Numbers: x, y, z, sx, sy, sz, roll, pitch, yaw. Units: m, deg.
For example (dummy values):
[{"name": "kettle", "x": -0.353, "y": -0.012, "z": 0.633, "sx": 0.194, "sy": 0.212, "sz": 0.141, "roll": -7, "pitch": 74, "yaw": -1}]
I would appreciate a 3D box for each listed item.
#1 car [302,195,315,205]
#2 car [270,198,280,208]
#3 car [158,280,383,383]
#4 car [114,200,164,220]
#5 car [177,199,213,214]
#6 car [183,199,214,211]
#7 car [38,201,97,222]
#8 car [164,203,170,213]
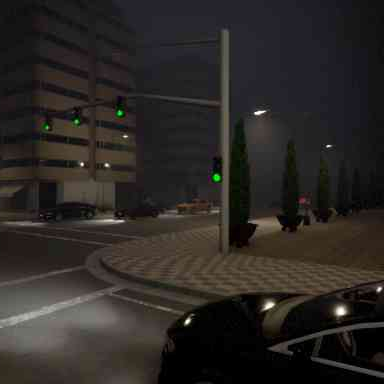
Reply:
[{"name": "car", "x": 20.296, "y": 1.407, "z": 58.482, "sx": 2.097, "sy": 1.767, "sz": 4.553, "roll": 0, "pitch": 0, "yaw": 32}, {"name": "car", "x": 12.743, "y": 1.548, "z": 47.417, "sx": 2.128, "sy": 1.511, "sz": 4.902, "roll": 0, "pitch": 0, "yaw": 35}, {"name": "car", "x": 1.895, "y": 1.492, "z": 2.622, "sx": 4.902, "sy": 1.511, "sz": 2.128, "roll": 0, "pitch": 0, "yaw": 36}, {"name": "car", "x": -4.784, "y": 1.619, "z": 29.030, "sx": 1.994, "sy": 1.385, "sz": 4.181, "roll": 0, "pitch": 0, "yaw": 35}, {"name": "car", "x": 0.368, "y": 1.533, "z": 36.316, "sx": 1.882, "sy": 1.535, "sz": 5.008, "roll": 0, "pitch": 0, "yaw": 35}, {"name": "car", "x": 0.916, "y": 1.619, "z": 43.131, "sx": 1.994, "sy": 1.385, "sz": 4.181, "roll": 0, "pitch": 0, "yaw": 36}, {"name": "car", "x": -10.160, "y": 1.560, "z": 27.487, "sx": 1.837, "sy": 1.490, "sz": 4.892, "roll": 0, "pitch": 0, "yaw": 35}, {"name": "car", "x": -4.538, "y": 1.603, "z": 35.443, "sx": 2.033, "sy": 1.411, "sz": 5.357, "roll": 0, "pitch": 0, "yaw": 35}]
